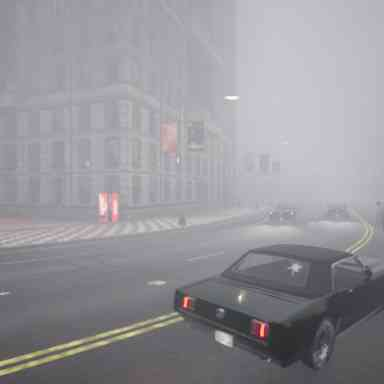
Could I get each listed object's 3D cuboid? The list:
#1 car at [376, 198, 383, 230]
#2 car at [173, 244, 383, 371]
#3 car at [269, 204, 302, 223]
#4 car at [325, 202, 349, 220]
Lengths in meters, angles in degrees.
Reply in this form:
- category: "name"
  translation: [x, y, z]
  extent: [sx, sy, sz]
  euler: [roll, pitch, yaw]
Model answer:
- category: "car"
  translation: [12.789, 1.196, 20.506]
  extent: [2.150, 2.045, 5.566]
  euler: [0, 0, 26]
- category: "car"
  translation: [2.042, 1.595, 5.770]
  extent: [4.718, 1.301, 1.895]
  euler: [0, 0, -43]
- category: "car"
  translation: [7.238, 1.576, 25.493]
  extent: [1.895, 1.301, 4.718]
  euler: [0, 0, 25]
- category: "car"
  translation: [12.379, 1.569, 28.425]
  extent: [1.895, 1.301, 4.718]
  euler: [0, 0, 23]
